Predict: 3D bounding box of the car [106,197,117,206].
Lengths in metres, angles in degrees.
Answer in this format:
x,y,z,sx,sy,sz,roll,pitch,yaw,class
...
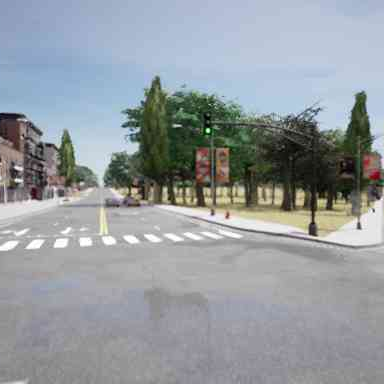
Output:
x,y,z,sx,sy,sz,roll,pitch,yaw,class
-15.220,1.711,62.694,1.882,1.535,5.008,0,0,-15,car

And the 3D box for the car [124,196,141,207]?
x,y,z,sx,sy,sz,roll,pitch,yaw,class
-9.449,1.719,53.858,1.994,1.385,4.181,0,0,-15,car

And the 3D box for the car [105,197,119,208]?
x,y,z,sx,sy,sz,roll,pitch,yaw,class
-12.485,1.715,52.636,2.033,1.411,5.357,0,0,-15,car
